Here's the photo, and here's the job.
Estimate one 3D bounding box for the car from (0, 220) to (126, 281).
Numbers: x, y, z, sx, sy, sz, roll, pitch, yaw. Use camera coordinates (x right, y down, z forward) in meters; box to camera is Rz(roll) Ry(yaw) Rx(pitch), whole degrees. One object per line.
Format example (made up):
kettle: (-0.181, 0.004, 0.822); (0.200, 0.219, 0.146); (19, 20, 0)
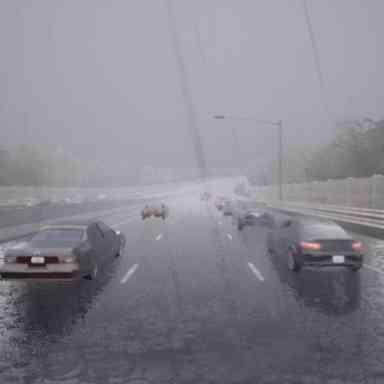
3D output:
car: (-3.347, 1.530, 9.771); (2.033, 1.411, 5.357); (0, 0, 1)

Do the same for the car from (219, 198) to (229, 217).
car: (3.951, 1.591, 31.777); (1.994, 1.385, 4.181); (0, 0, 2)

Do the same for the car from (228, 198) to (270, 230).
car: (3.699, 1.347, 20.853); (2.097, 1.767, 4.553); (0, 0, 1)

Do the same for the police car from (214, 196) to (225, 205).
police car: (5.315, 1.644, 64.431); (2.038, 1.542, 4.974); (0, 0, 3)

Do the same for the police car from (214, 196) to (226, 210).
police car: (4.306, 1.586, 42.669); (2.038, 1.542, 4.974); (0, 0, 2)

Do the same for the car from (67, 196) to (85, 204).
car: (-16.524, 1.419, 48.716); (2.097, 1.767, 4.553); (0, 0, 3)

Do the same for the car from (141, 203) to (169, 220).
car: (-3.030, 1.606, 28.368); (1.895, 1.301, 4.718); (0, 0, 1)

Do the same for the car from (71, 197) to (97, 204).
car: (-13.282, 1.649, 42.644); (1.895, 1.301, 4.718); (0, 0, 2)

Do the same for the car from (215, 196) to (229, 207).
car: (4.758, 1.479, 53.523); (2.097, 1.767, 4.553); (0, 0, 3)

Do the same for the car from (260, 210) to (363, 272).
car: (3.663, 1.513, 10.613); (1.812, 1.442, 4.674); (0, 0, 0)

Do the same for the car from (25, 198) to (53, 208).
car: (-20.222, 1.534, 44.104); (2.128, 1.511, 4.902); (0, 0, 2)

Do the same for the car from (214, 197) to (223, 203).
car: (5.972, 1.716, 75.332); (1.895, 1.301, 4.718); (0, 0, 4)

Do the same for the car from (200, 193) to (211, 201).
car: (3.108, 1.548, 84.917); (1.994, 1.385, 4.181); (0, 0, 4)
